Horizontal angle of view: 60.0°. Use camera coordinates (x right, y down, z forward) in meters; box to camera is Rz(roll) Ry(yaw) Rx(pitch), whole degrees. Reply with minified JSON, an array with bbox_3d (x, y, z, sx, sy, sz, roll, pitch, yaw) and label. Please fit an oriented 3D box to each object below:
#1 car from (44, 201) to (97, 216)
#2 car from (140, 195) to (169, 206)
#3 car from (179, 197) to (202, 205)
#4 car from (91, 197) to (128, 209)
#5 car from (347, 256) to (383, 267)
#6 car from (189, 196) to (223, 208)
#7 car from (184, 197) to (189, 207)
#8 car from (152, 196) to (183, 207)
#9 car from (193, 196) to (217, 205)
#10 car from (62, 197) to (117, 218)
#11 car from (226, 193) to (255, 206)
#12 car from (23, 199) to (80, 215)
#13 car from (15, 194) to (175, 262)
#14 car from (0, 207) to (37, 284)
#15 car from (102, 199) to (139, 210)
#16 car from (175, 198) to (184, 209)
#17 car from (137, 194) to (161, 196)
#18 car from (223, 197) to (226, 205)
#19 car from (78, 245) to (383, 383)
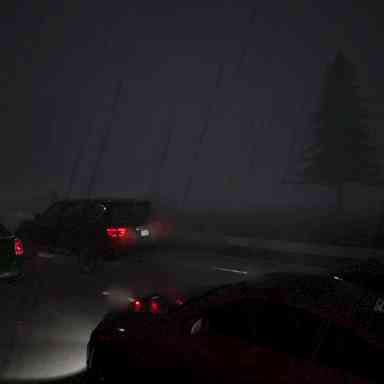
[{"bbox_3d":[-12.139,1.601,33.505,1.895,1.301,4.718,0,0,36],"label":"car"},{"bbox_3d":[-6.017,1.352,53.738,2.097,1.767,4.553,0,0,36],"label":"car"},{"bbox_3d":[-0.183,1.601,61.680,1.895,1.301,4.718,0,0,37],"label":"car"},{"bbox_3d":[-11.436,1.505,46.329,1.837,1.490,4.892,0,0,36],"label":"car"},{"bbox_3d":[4.703,1.478,4.933,5.008,1.535,1.882,0,0,35],"label":"car"},{"bbox_3d":[2.030,1.601,46.959,1.895,1.301,4.718,0,0,36],"label":"car"},{"bbox_3d":[-0.041,1.547,50.058,2.033,1.411,5.357,0,0,36],"label":"car"},{"bbox_3d":[-3.704,1.477,50.975,1.882,1.535,5.008,0,0,36],"label":"car"},{"bbox_3d":[2.373,1.525,59.252,1.812,1.442,4.674,0,0,37],"label":"car"},{"bbox_3d":[-9.523,1.351,31.139,2.097,1.767,4.553,0,0,36],"label":"car"},{"bbox_3d":[8.479,1.221,55.729,2.150,2.045,5.566,0,0,37],"label":"car"},{"bbox_3d":[-14.912,1.547,35.643,2.033,1.411,5.357,0,0,36],"label":"car"},{"bbox_3d":[-3.473,1.221,10.732,5.566,2.045,2.150,0,0,36],"label":"car"},{"bbox_3d":[-6.217,1.352,8.391,4.553,1.767,2.097,0,0,36],"label":"car"},{"bbox_3d":[-9.254,1.601,43.384,1.895,1.301,4.718,0,0,36],"label":"car"},{"bbox_3d":[-3.681,1.547,39.149,2.033,1.411,5.357,0,0,36],"label":"car"},{"bbox_3d":[-6.089,1.221,41.787,2.150,2.045,5.566,0,0,36],"label":"car"},{"bbox_3d":[5.882,1.601,58.109,1.895,1.301,4.718,0,0,37],"label":"car"},{"bbox_3d":[0.834,1.564,3.394,4.181,1.385,1.994,0,0,35],"label":"car"}]
